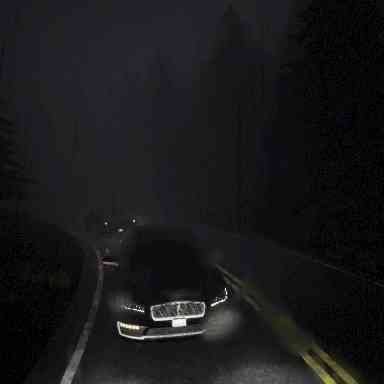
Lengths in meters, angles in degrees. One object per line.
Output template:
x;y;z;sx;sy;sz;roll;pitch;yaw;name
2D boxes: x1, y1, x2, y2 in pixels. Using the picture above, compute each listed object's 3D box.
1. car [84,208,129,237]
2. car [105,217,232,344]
-4.639;1.612;18.561;1.895;1.301;4.718;-3;1;-29;car
-0.647;1.495;6.820;1.837;1.490;4.892;-1;0;-11;car
